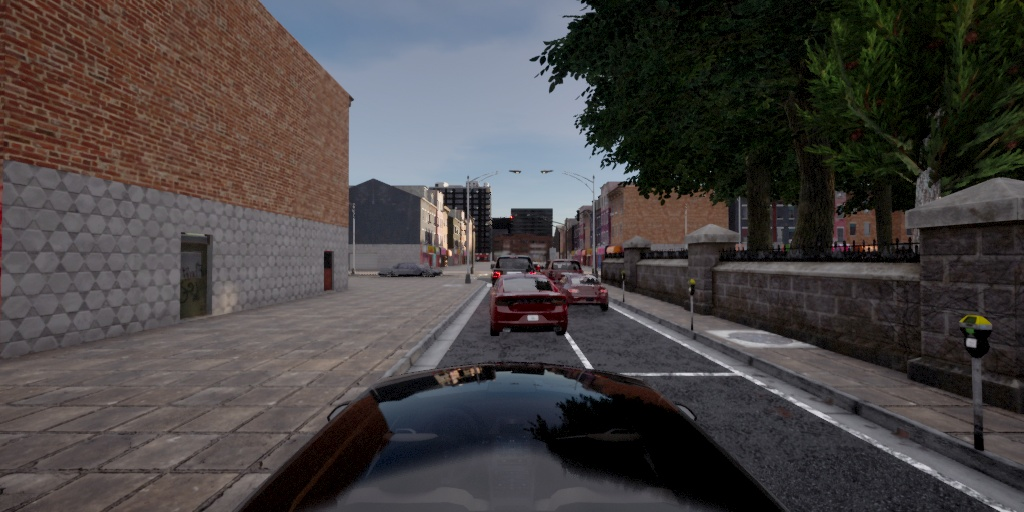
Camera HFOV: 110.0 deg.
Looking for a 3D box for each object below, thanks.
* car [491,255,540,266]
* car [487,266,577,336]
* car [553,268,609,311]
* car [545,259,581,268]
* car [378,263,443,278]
[{"bbox_3d":[0.109,0.979,18.067,2.150,2.045,5.566,0,0,0],"label":"car"},{"bbox_3d":[0.291,1.230,10.475,1.882,1.535,5.008,0,0,-4],"label":"car"},{"bbox_3d":[2.658,1.336,14.309,1.802,1.307,4.207,0,0,0],"label":"car"},{"bbox_3d":[2.666,1.074,19.758,2.192,1.841,5.009,0,0,0],"label":"car"},{"bbox_3d":[-8.813,1.291,31.357,5.357,1.411,2.033,0,-1,0],"label":"car"}]
